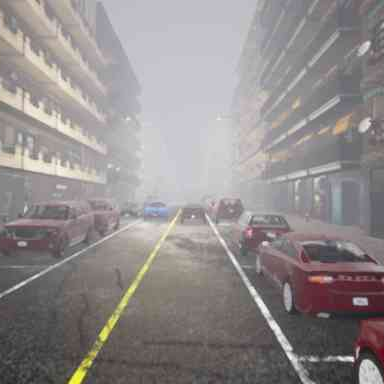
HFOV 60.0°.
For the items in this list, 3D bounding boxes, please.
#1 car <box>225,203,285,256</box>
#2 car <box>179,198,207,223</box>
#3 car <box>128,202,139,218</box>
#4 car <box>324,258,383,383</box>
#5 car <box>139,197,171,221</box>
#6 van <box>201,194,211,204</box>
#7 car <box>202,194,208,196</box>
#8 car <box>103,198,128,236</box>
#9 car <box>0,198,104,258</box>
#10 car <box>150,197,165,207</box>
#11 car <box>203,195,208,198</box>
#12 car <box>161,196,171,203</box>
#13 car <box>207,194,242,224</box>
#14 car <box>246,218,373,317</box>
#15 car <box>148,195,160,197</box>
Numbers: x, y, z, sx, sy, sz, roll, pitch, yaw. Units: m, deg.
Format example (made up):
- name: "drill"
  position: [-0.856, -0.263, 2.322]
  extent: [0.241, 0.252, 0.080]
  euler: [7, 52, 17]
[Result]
- name: "car"
  position: [2.587, 1.423, 12.847]
  extent: [1.967, 1.590, 4.097]
  euler: [1, 0, 0]
- name: "car"
  position: [0.088, 1.474, 25.444]
  extent: [1.837, 1.490, 4.892]
  euler: [0, -1, 0]
- name: "car"
  position: [-5.312, 1.535, 29.497]
  extent: [1.947, 1.339, 4.313]
  euler: [1, 0, 0]
- name: "car"
  position: [2.583, 1.542, 1.786]
  extent: [1.887, 1.381, 4.507]
  euler: [1, 0, 0]
- name: "car"
  position: [-2.763, 1.448, 27.107]
  extent: [1.882, 1.535, 5.008]
  euler: [0, 0, 0]
- name: "van"
  position: [2.523, 1.337, 62.630]
  extent: [1.690, 1.788, 3.998]
  euler: [1, 0, 0]
- name: "car"
  position: [2.526, 1.302, 57.098]
  extent: [2.192, 1.841, 5.009]
  euler: [1, 0, 0]
- name: "car"
  position: [-5.300, 1.292, 18.434]
  extent: [2.192, 1.841, 5.009]
  euler: [1, 0, 0]
- name: "car"
  position: [-5.298, 1.297, 12.904]
  extent: [2.192, 1.841, 5.009]
  euler: [1, 0, 0]
- name: "car"
  position: [-5.323, 1.524, 51.618]
  extent: [1.887, 1.381, 4.507]
  euler: [1, 0, 0]
- name: "car"
  position: [2.534, 1.409, 34.972]
  extent: [1.967, 1.590, 4.097]
  euler: [1, 0, 0]
- name: "car"
  position: [-5.332, 1.589, 68.211]
  extent: [1.802, 1.307, 4.206]
  euler: [1, 0, 0]
- name: "car"
  position: [2.543, 1.287, 23.909]
  extent: [2.192, 1.841, 5.009]
  euler: [1, 0, 0]
- name: "car"
  position: [2.580, 1.534, 7.316]
  extent: [1.887, 1.381, 4.507]
  euler: [1, 0, 0]
- name: "car"
  position: [-5.314, 1.289, 46.086]
  extent: [2.192, 1.841, 5.009]
  euler: [1, 0, 0]
